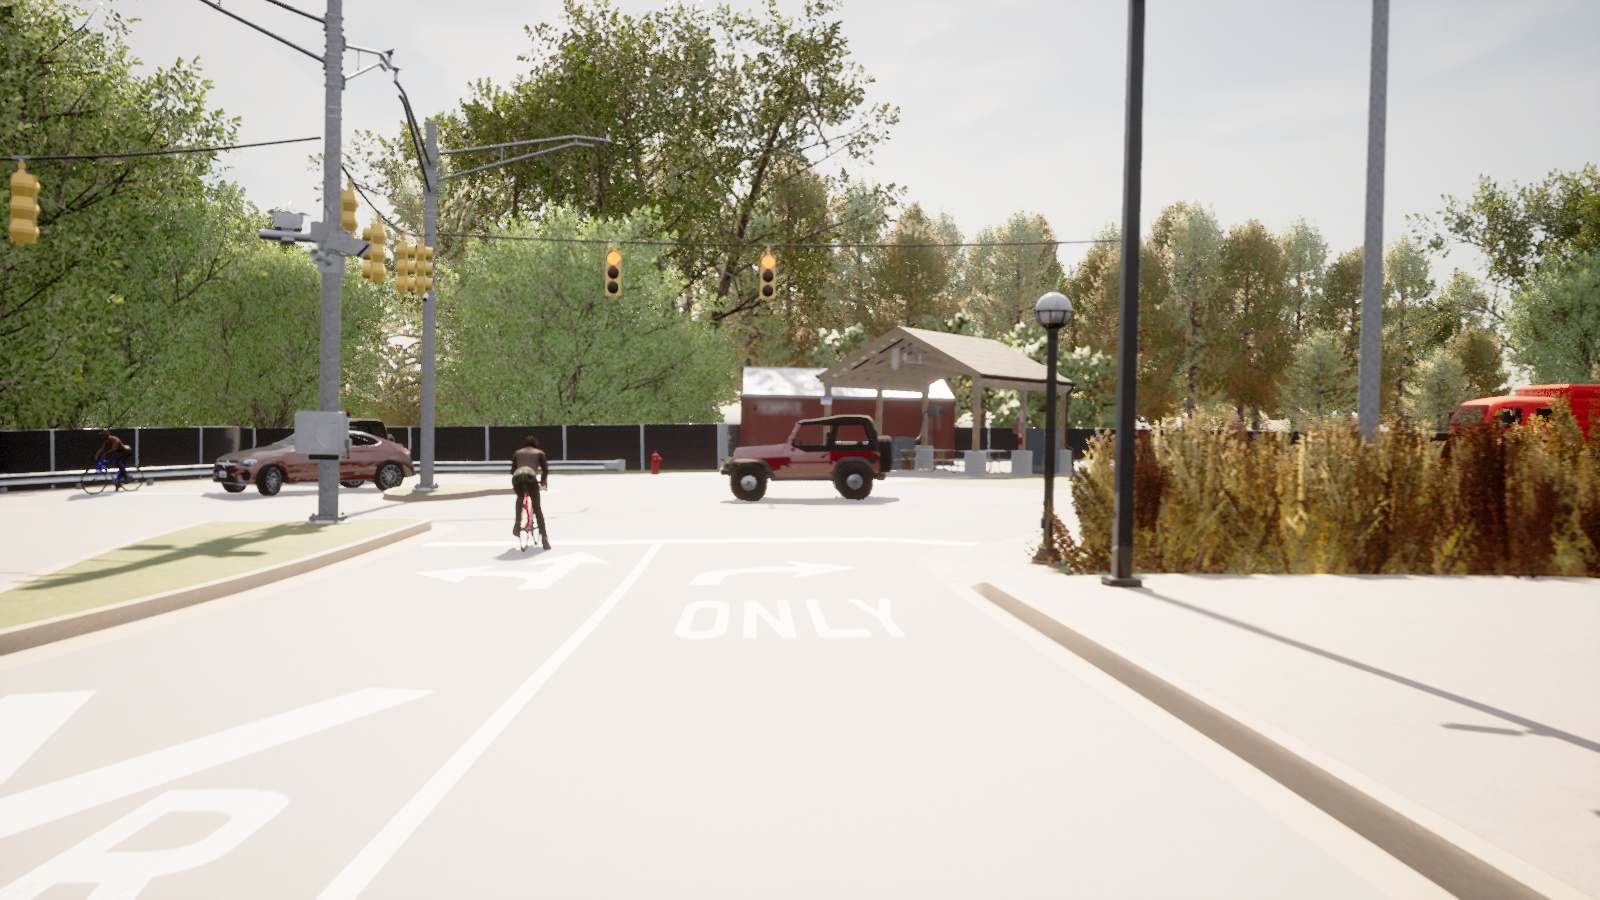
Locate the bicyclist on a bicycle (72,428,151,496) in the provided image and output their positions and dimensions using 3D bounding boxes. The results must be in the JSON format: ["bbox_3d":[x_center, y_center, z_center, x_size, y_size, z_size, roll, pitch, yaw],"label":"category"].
[{"bbox_3d":[-17.583,0.281,32.124,0.582,1.620,1.656,2,4,31],"label":"bicyclist on a bicycle"}]

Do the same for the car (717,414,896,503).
[{"bbox_3d":[0.122,0.165,28.152,3.866,1.878,1.905,-1,1,-1],"label":"car"}]

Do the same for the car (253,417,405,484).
[{"bbox_3d":[-14.012,-0.020,37.435,3.866,1.878,1.905,-1,2,-37],"label":"car"}]

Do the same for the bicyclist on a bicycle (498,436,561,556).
[{"bbox_3d":[-3.877,0.626,18.081,0.582,1.620,1.656,0,1,-2],"label":"bicyclist on a bicycle"}]

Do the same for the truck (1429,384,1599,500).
[{"bbox_3d":[17.423,-0.194,28.228,5.204,2.467,2.627,0,1,1],"label":"truck"}]

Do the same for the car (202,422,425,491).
[{"bbox_3d":[-12.676,0.115,32.997,2.152,1.651,5.027,2,2,40],"label":"car"}]
